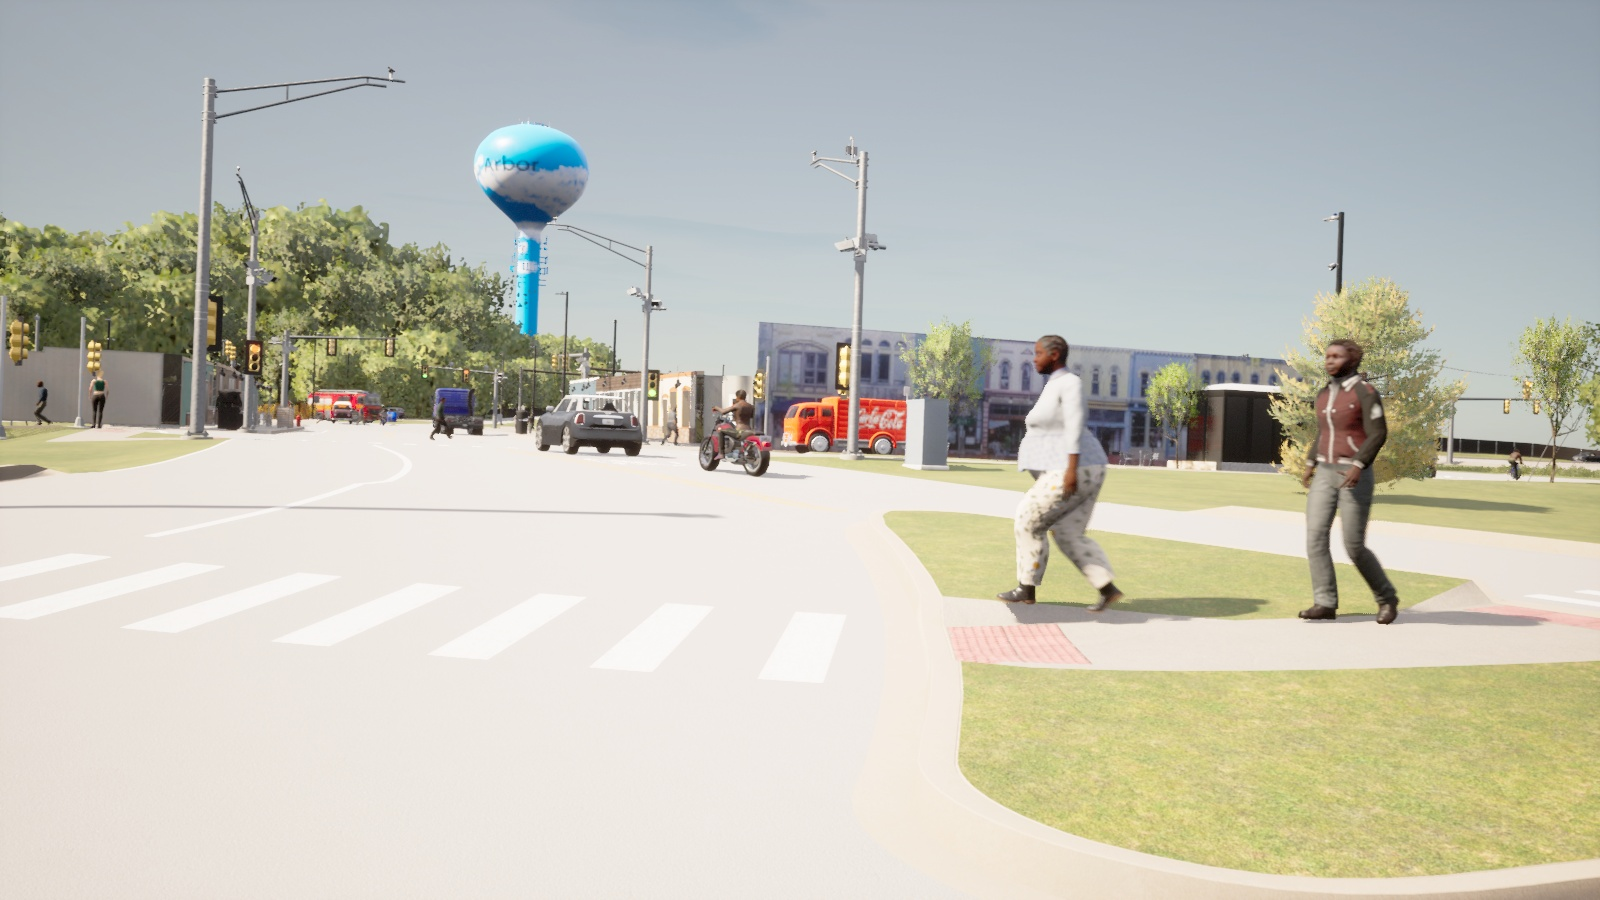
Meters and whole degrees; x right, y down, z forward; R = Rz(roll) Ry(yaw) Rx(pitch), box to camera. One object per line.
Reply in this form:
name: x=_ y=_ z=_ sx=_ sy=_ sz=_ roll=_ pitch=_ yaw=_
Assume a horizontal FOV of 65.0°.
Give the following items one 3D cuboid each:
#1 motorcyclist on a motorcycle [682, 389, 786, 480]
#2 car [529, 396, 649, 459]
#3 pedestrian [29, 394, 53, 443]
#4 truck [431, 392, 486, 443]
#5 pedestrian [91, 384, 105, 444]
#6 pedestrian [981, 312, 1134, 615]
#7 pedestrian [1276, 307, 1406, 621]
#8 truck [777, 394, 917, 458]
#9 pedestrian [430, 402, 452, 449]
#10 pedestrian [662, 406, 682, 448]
motorcyclist on a motorcycle: x=-1.277 y=-0.315 z=23.783 sx=0.766 sy=1.649 sz=2.350 roll=1 pitch=2 yaw=-36
car: x=-5.398 y=-0.568 z=31.790 sx=1.970 sy=1.475 sz=3.806 roll=1 pitch=1 yaw=-26
pedestrian: x=-28.862 y=-1.197 z=47.766 sx=0.726 sy=1.835 sz=0.370 roll=1 pitch=0 yaw=-28
truck: x=-24.975 y=-2.331 z=91.663 sx=2.891 sy=3.462 sz=7.936 roll=1 pitch=1 yaw=-22
pedestrian: x=-21.710 y=-1.120 z=38.828 sx=0.345 sy=1.836 sz=0.594 roll=1 pitch=0 yaw=-28
pedestrian: x=1.673 y=0.078 z=8.209 sx=0.900 sy=1.855 sz=0.874 roll=1 pitch=0 yaw=11
pedestrian: x=3.473 y=0.089 z=8.060 sx=0.666 sy=1.930 sz=0.402 roll=1 pitch=0 yaw=-26
truck: x=1.917 y=-0.983 z=52.326 sx=5.204 sy=2.467 sz=2.627 roll=1 pitch=0 yaw=-17
pedestrian: x=-14.889 y=-1.004 z=52.103 sx=0.788 sy=1.949 sz=0.423 roll=1 pitch=0 yaw=-22
pedestrian: x=-5.697 y=-1.001 z=56.044 sx=0.694 sy=1.848 sz=0.540 roll=1 pitch=0 yaw=-35
